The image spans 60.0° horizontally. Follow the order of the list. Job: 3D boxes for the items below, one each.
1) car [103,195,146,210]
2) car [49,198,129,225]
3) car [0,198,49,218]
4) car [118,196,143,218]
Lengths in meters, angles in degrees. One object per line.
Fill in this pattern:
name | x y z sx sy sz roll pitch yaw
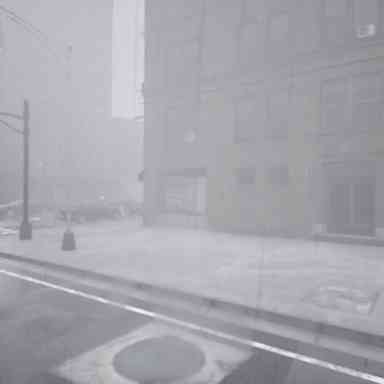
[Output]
car | -7.267 1.073 36.034 1.887 1.381 4.507 2 2 35
car | -6.708 1.316 22.122 1.887 1.381 4.507 2 2 35
car | -13.653 1.230 27.065 1.887 1.381 4.507 2 2 35
car | -3.515 1.243 26.606 2.008 1.369 4.403 2 2 35
